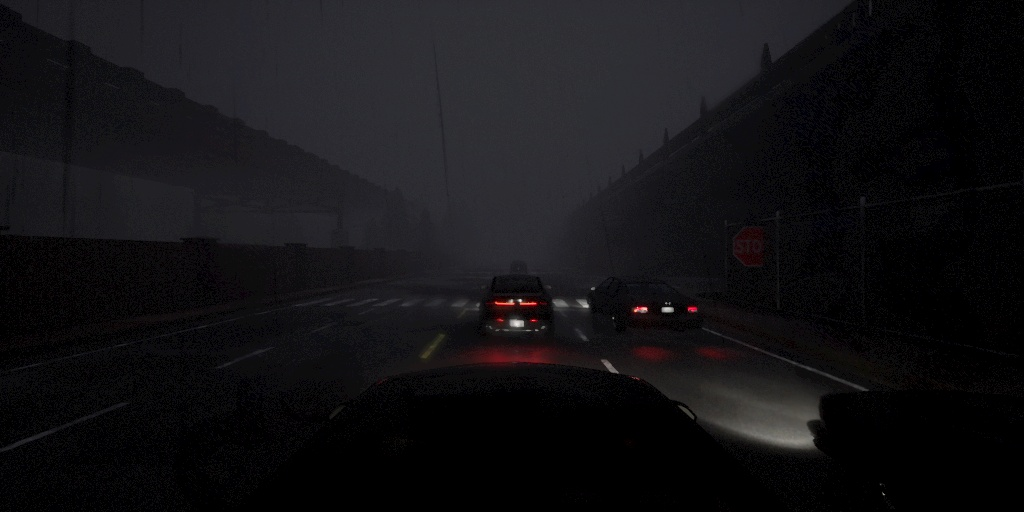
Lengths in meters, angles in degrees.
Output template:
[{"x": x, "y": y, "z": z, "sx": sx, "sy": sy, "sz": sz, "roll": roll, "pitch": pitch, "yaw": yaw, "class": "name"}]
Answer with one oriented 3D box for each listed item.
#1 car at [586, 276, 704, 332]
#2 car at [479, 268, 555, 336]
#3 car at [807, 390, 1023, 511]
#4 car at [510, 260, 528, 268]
[{"x": 3.623, "y": 1.298, "z": 10.843, "sx": 2.033, "sy": 1.411, "sz": 5.357, "roll": 0, "pitch": 0, "yaw": 0, "class": "car"}, {"x": 0.122, "y": 1.255, "z": 10.374, "sx": 1.837, "sy": 1.490, "sz": 4.892, "roll": 0, "pitch": 0, "yaw": 0, "class": "car"}, {"x": 3.595, "y": 1.297, "z": 0.767, "sx": 2.033, "sy": 1.411, "sz": 5.357, "roll": 0, "pitch": 0, "yaw": 1, "class": "car"}, {"x": 0.775, "y": 1.228, "z": 41.778, "sx": 1.882, "sy": 1.535, "sz": 5.008, "roll": 0, "pitch": 0, "yaw": 1, "class": "car"}]
